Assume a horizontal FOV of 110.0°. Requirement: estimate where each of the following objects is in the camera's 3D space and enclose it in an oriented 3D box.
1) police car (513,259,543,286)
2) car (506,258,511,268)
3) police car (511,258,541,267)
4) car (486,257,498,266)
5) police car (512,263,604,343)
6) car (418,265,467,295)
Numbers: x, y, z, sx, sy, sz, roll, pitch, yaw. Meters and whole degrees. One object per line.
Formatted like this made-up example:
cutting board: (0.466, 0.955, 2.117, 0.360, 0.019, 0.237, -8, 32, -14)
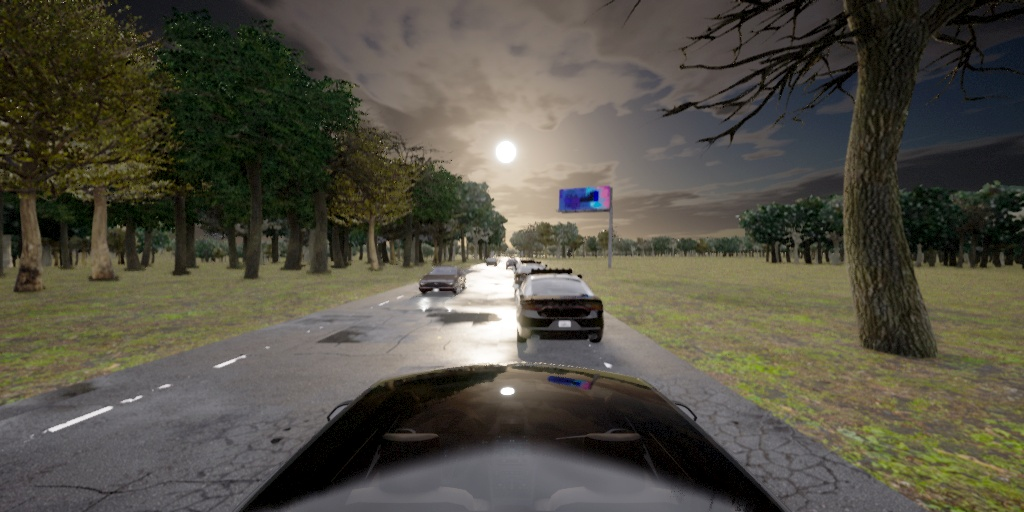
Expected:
police car: (1.049, 1.076, 25.723, 1.930, 1.638, 5.238, 0, 0, 0)
car: (0.057, 1.150, 52.572, 1.895, 1.301, 4.718, 0, 0, 0)
police car: (1.049, 1.100, 19.722, 1.930, 1.638, 5.238, 0, 0, 0)
car: (-3.556, 0.991, 62.965, 1.882, 1.535, 5.008, 0, 0, 0)
police car: (1.050, 1.142, 9.721, 1.930, 1.638, 5.238, 0, 0, 0)
car: (-3.600, 1.223, 19.633, 2.033, 1.411, 5.357, 0, 0, 0)
